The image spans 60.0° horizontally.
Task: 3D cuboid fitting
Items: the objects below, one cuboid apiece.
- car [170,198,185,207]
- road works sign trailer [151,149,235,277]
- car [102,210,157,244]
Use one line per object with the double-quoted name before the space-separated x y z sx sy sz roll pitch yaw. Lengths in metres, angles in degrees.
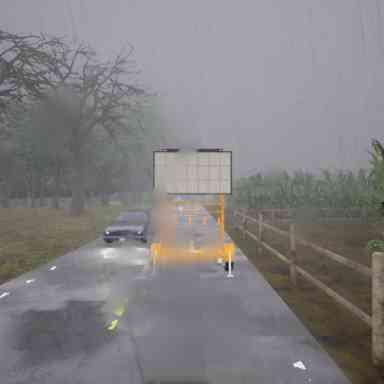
"car" -2.704 1.797 57.585 1.882 1.535 5.008 0 -1 0
"road works sign trailer" 0.023 0.478 10.272 2.380 3.560 2.880 0 0 0
"car" -2.816 1.580 16.226 2.033 1.411 5.357 0 0 0
